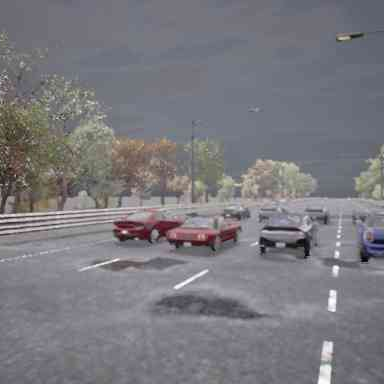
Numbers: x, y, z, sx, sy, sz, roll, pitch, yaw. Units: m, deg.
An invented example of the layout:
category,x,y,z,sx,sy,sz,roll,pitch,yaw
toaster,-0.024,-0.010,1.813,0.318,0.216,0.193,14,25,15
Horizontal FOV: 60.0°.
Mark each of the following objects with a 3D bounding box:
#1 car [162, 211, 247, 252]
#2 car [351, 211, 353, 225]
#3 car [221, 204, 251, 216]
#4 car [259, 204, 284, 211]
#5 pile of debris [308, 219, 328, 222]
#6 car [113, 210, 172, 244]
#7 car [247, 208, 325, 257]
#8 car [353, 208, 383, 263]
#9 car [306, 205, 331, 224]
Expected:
category,x,y,z,sx,sy,sz,roll,pitch,yaw
car,0.764,1.758,14.883,1.895,1.301,4.718,0,-1,25
car,13.331,1.862,25.663,1.895,1.301,4.718,0,-1,25
car,4.048,1.848,30.598,1.812,1.442,4.674,0,0,25
car,7.066,1.793,28.791,2.128,1.511,4.902,0,-1,25
pile of debris,10.901,2.473,28.811,1.500,0.140,1.860,0,-1,24
car,-1.999,1.662,17.238,1.882,1.535,5.008,0,0,25
car,4.066,1.634,13.685,2.128,1.511,4.902,0,-1,25
car,7.214,1.473,12.152,2.097,1.767,4.553,0,-1,25
car,10.254,1.775,27.347,2.128,1.511,4.902,0,-1,25
